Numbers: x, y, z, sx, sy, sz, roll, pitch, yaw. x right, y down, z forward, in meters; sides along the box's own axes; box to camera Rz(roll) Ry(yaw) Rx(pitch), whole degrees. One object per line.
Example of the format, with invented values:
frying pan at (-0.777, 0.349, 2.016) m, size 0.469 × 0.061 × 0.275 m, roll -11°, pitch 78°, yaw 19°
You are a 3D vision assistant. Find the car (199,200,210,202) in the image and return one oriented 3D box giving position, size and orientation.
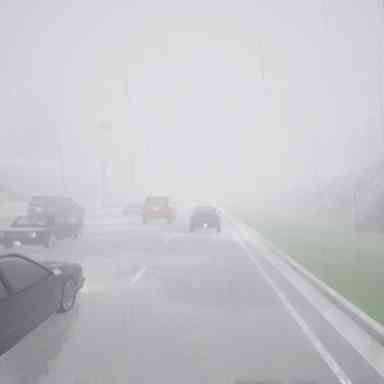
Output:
car at (1.570, 1.728, 40.921) m, size 1.812 × 1.442 × 4.674 m, roll 0°, pitch 0°, yaw 2°

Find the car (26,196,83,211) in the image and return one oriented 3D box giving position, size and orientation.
car at (-9.572, 1.270, 23.686) m, size 2.150 × 2.045 × 5.566 m, roll 0°, pitch 0°, yaw 2°

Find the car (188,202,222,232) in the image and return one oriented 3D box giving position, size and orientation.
car at (0.831, 1.611, 21.094) m, size 1.837 × 1.490 × 4.892 m, roll 0°, pitch 0°, yaw 2°

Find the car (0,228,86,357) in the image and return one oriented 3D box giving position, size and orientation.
car at (-3.241, 1.548, 4.620) m, size 2.033 × 1.411 × 5.357 m, roll 0°, pitch 0°, yaw 2°

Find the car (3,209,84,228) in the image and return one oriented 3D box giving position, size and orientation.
car at (-6.404, 1.627, 14.571) m, size 1.895 × 1.301 × 4.718 m, roll 0°, pitch 0°, yaw 2°

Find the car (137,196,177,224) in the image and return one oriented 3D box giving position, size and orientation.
car at (-2.478, 1.328, 26.081) m, size 2.150 × 2.045 × 5.566 m, roll 0°, pitch 0°, yaw 2°

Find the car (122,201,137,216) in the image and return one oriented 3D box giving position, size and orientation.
car at (-5.690, 1.669, 33.900) m, size 2.033 × 1.411 × 5.357 m, roll 0°, pitch 0°, yaw 2°
